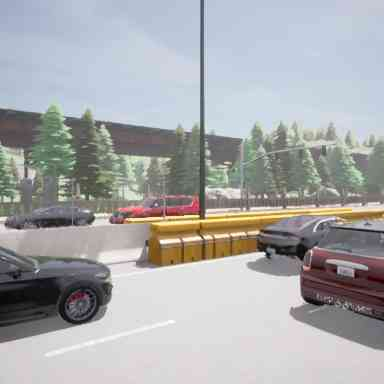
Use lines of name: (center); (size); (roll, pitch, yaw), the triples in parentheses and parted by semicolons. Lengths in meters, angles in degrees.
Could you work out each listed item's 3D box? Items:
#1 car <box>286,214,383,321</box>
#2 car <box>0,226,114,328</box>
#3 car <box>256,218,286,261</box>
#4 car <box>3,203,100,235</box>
car: (4.310, 1.352, 6.825); (4.553, 1.767, 2.097); (0, 0, -36)
car: (-3.646, 1.526, 5.443); (4.674, 1.442, 1.812); (0, 0, -36)
car: (4.279, 1.492, 11.100); (4.902, 1.511, 2.128); (0, 0, -36)
car: (-8.204, 1.492, 19.574); (4.902, 1.511, 2.128); (0, 0, -35)
